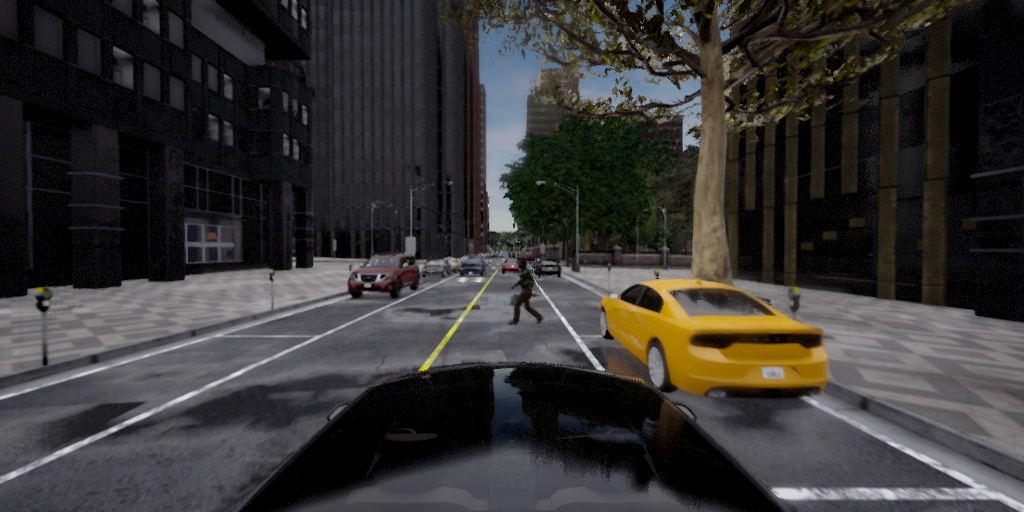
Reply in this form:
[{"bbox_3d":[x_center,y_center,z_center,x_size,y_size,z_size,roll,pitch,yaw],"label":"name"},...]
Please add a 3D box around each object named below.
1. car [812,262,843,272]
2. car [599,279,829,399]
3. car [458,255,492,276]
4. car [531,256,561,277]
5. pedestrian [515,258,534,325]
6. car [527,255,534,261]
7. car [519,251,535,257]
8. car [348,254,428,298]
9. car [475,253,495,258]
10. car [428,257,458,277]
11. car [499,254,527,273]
[{"bbox_3d":[42.130,1.471,48.286,4.181,1.385,1.994,1,1,0],"label":"car"},{"bbox_3d":[2.999,1.150,6.591,1.882,1.535,5.008,0,1,0],"label":"car"},{"bbox_3d":[-3.066,0.857,29.413,2.033,1.411,5.357,0,1,0],"label":"car"},{"bbox_3d":[2.762,0.899,27.870,1.948,1.339,4.313,0,0,0],"label":"car"},{"bbox_3d":[0.327,0.917,9.593,0.375,1.860,0.375,0,1,0],"label":"pedestrian"},{"bbox_3d":[2.762,0.797,33.383,2.007,1.370,4.403,0,0,0],"label":"car"},{"bbox_3d":[2.761,0.151,60.044,2.192,1.841,5.009,0,0,0],"label":"car"},{"bbox_3d":[-5.763,0.823,16.838,2.192,1.841,5.009,0,0,0],"label":"car"},{"bbox_3d":[-4.941,0.584,46.095,4.718,1.301,1.895,2,1,38],"label":"car"},{"bbox_3d":[-5.764,0.885,27.861,2.007,1.370,4.403,0,0,0],"label":"car"},{"bbox_3d":[0.078,0.819,32.862,1.994,1.385,4.181,0,1,0],"label":"car"}]
